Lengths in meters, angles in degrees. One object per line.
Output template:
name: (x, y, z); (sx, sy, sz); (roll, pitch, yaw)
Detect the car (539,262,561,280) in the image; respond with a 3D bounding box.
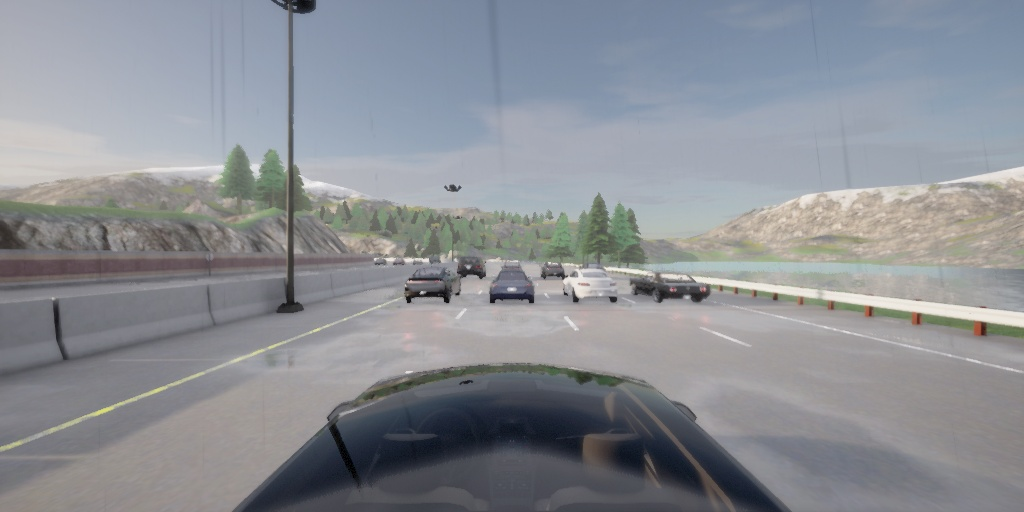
car: (3.500, 1.243, 31.500); (2.128, 1.511, 4.902); (0, 0, 0)

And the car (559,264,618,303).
car: (3.500, 1.280, 16.500); (1.812, 1.442, 4.674); (0, 0, 0)

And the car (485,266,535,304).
car: (0.000, 1.320, 16.500); (1.994, 1.385, 4.181); (0, 0, 0)

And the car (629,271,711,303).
car: (7.000, 1.364, 16.530); (1.895, 1.301, 4.718); (0, 0, 0)

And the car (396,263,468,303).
car: (-3.500, 1.242, 16.500); (2.128, 1.511, 4.902); (0, 0, 0)

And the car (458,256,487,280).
car: (-3.500, 1.005, 31.530); (2.150, 2.045, 5.566); (0, 0, 0)

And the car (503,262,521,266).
car: (0.000, 1.243, 31.500); (2.128, 1.511, 4.902); (0, 0, 0)

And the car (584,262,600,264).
car: (7.000, 1.281, 31.500); (1.812, 1.442, 4.674); (0, 0, 0)
